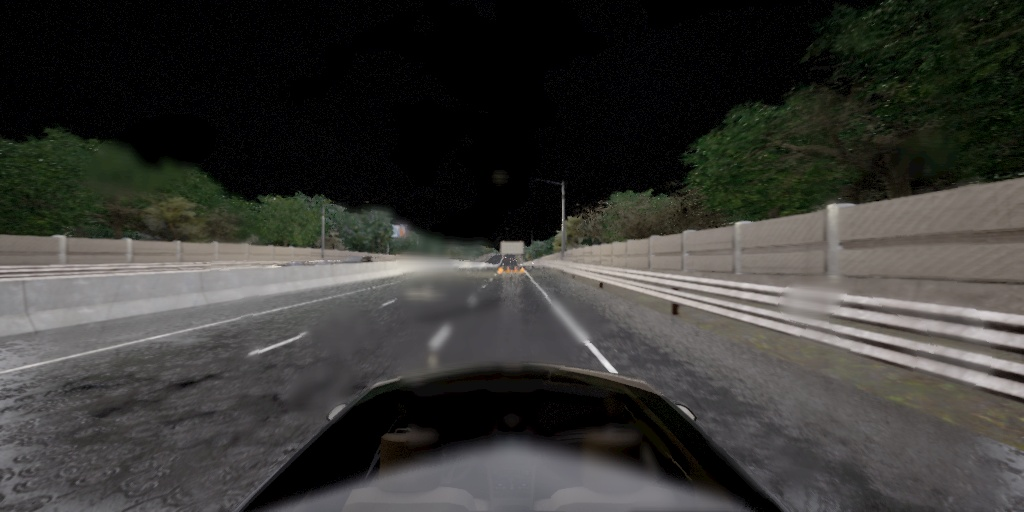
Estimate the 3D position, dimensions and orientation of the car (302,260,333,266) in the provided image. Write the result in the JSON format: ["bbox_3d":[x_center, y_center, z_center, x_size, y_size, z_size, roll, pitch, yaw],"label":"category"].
[{"bbox_3d":[-21.076,1.250,40.769,2.128,1.511,4.902,0,0,0],"label":"car"}]

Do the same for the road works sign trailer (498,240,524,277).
[{"bbox_3d":[-0.009,0.222,35.460,2.380,3.560,2.880,0,0,0],"label":"road works sign trailer"}]

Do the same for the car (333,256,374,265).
[{"bbox_3d":[-17.574,0.979,40.694,2.150,2.045,5.566,0,0,0],"label":"car"}]

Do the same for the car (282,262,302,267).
[{"bbox_3d":[-24.571,1.322,41.159,1.994,1.385,4.181,0,0,0],"label":"car"}]
